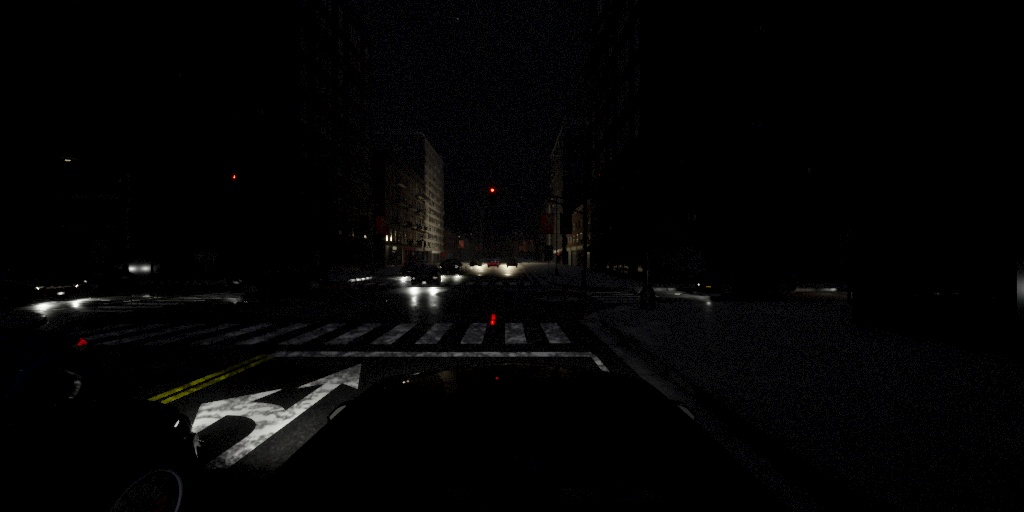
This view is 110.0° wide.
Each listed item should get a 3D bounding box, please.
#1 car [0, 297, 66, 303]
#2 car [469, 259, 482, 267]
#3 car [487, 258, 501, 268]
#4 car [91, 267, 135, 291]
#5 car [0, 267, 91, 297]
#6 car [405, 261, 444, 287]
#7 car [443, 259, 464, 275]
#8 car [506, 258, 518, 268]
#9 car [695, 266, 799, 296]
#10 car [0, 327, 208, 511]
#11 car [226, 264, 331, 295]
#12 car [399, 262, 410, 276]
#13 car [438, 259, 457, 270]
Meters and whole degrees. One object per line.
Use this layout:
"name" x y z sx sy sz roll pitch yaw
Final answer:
"car" -6.598 1.314 3.055 1.994 1.385 4.181 0 0 0
"car" -6.527 1.291 64.743 2.033 1.411 5.357 0 0 0
"car" -3.242 1.345 62.608 1.895 1.301 4.718 0 0 0
"car" -25.372 1.331 21.598 4.313 1.339 1.948 0 0 0
"car" -22.895 1.292 16.100 5.357 1.411 2.033 0 0 0
"car" -6.018 1.302 25.285 2.033 1.411 5.357 0 0 -10
"car" -6.594 1.101 39.209 2.097 1.767 4.553 0 0 0
"car" 0.008 1.249 62.161 1.837 1.490 4.892 0 0 0
"car" 12.459 1.295 19.202 4.892 1.490 1.837 0 0 2
"car" -3.245 1.276 0.749 1.812 1.442 4.674 0 0 0
"car" -13.108 1.243 20.428 1.882 1.535 5.008 2 1 43
"car" -9.846 1.314 36.151 1.994 1.385 4.181 0 0 0
"car" -9.831 1.223 54.935 1.882 1.535 5.008 0 0 0
